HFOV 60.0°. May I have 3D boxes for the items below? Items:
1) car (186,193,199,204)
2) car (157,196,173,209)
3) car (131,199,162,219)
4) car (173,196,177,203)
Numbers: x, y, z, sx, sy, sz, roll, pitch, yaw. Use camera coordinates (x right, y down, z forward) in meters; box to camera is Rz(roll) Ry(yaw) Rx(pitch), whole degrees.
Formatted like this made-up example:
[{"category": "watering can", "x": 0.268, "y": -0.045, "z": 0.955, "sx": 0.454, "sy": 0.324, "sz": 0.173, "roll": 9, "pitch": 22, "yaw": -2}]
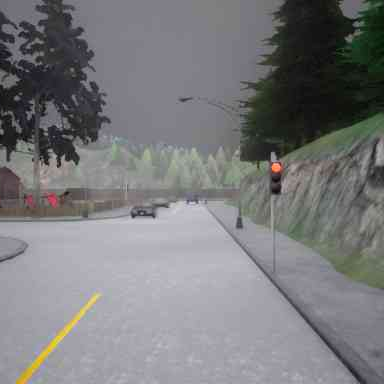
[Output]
[{"category": "car", "x": 0.068, "y": 1.221, "z": 62.571, "sx": 2.150, "sy": 2.045, "sz": 5.566, "roll": 0, "pitch": 0, "yaw": 0}, {"category": "car", "x": -4.051, "y": 1.477, "z": 44.563, "sx": 1.882, "sy": 1.535, "sz": 5.008, "roll": 0, "pitch": 0, "yaw": 0}, {"category": "car", "x": -4.070, "y": 1.564, "z": 29.064, "sx": 1.994, "sy": 1.385, "sz": 4.181, "roll": 0, "pitch": 0, "yaw": 0}, {"category": "car", "x": -3.931, "y": 1.547, "z": 66.913, "sx": 2.033, "sy": 1.411, "sz": 5.357, "roll": 0, "pitch": 0, "yaw": 0}]
